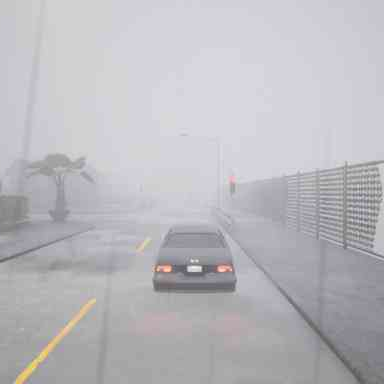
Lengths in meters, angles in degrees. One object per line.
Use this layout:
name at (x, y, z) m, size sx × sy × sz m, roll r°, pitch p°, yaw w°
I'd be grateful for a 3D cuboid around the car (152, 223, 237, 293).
car at (0.072, 1.547, 8.996) m, size 2.033 × 1.411 × 5.357 m, roll 0°, pitch 0°, yaw 1°

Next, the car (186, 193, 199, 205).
car at (0.159, 1.221, 61.139) m, size 2.150 × 2.045 × 5.566 m, roll 0°, pitch 0°, yaw 0°
